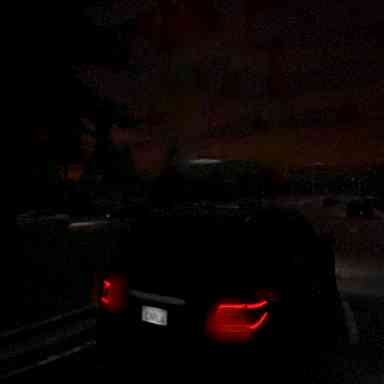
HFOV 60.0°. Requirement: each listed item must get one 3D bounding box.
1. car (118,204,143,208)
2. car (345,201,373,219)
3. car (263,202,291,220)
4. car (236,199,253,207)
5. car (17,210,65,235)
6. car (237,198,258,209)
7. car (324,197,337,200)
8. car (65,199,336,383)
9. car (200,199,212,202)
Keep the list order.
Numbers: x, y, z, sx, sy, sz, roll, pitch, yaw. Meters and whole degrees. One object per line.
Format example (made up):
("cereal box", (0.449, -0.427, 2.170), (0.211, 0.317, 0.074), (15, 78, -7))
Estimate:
("car", (-6.159, 1.921, 32.266), (2.128, 1.511, 4.902), (-1, -1, 37))
("car", (14.941, 1.534, 29.802), (2.128, 1.511, 4.902), (-1, -1, 22))
("car", (8.069, 1.740, 31.360), (1.994, 1.385, 4.181), (-1, -1, 22))
("car", (10.155, 2.059, 63.929), (1.895, 1.301, 4.718), (-1, -1, 26))
("car", (-10.322, 1.925, 21.863), (1.812, 1.442, 4.674), (-1, -1, 41))
("car", (8.937, 1.853, 53.258), (1.882, 1.535, 5.008), (-1, -1, 25))
("car", (23.860, 1.639, 57.550), (1.882, 1.535, 5.008), (-1, -1, 25))
("car", (0.947, 1.266, 5.496), (2.150, 2.045, 5.566), (0, 0, 29))
("car", (2.358, 1.990, 55.705), (1.882, 1.535, 5.008), (-1, -1, 25))
